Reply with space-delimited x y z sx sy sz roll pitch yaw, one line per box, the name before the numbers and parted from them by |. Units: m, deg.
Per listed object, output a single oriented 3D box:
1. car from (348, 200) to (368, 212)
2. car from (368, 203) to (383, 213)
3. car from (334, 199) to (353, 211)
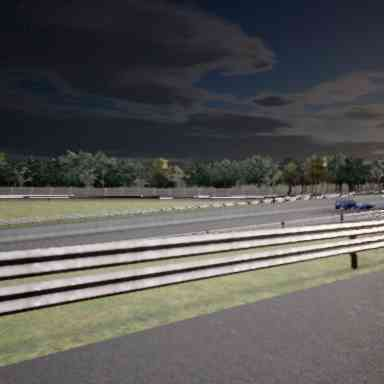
car | 30.692 2.533 59.048 5.008 1.535 1.882 -3 2 -27
car | 32.311 2.625 55.946 4.181 1.385 1.994 -3 2 -27
car | 29.084 2.240 62.156 5.566 2.045 2.150 -3 2 -27
